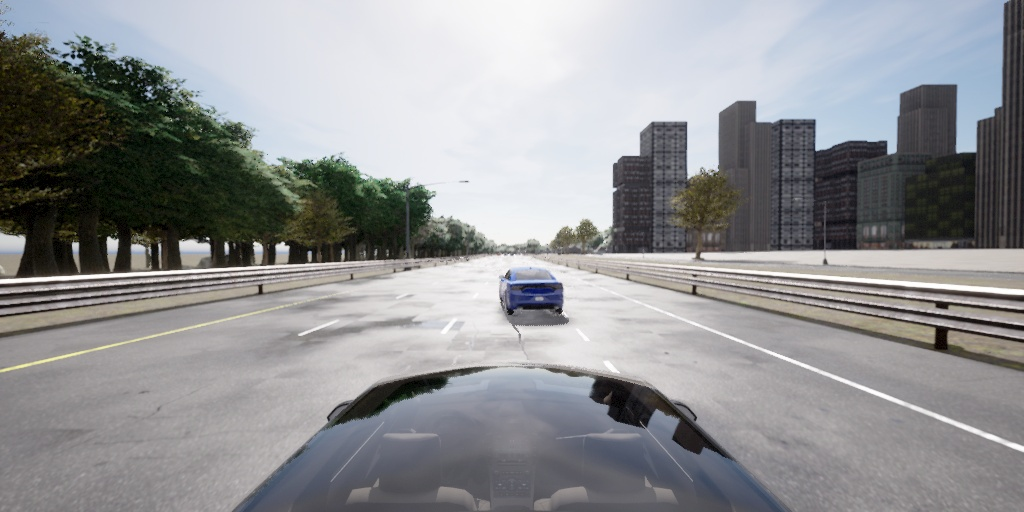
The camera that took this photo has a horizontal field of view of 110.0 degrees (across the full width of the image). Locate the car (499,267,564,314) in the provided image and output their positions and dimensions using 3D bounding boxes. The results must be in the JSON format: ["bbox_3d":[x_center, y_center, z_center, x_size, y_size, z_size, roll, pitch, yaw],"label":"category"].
[{"bbox_3d":[0.588,1.150,13.553,1.882,1.535,5.008,0,1,-6],"label":"car"}]
